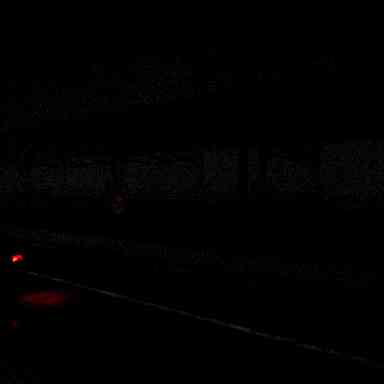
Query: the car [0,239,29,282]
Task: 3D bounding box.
[{"bbox_3d":[-6.324,1.538,8.493,5.357,1.411,2.033,0,0,35],"label":"car"}]
